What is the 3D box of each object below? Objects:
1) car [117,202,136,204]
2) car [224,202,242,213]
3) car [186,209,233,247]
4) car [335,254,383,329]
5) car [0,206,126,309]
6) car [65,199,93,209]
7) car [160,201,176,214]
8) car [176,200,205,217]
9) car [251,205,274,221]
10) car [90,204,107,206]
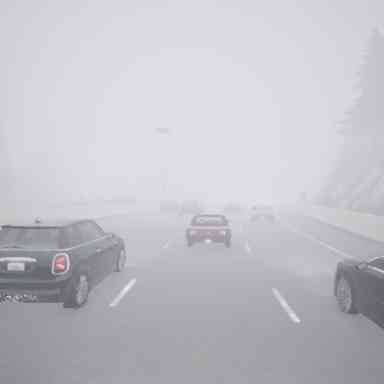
[{"bbox_3d":[-10.542,1.575,51.842,2.150,2.045,5.566,0,0,16],"label":"car"},{"bbox_3d":[5.182,1.893,41.746,1.994,1.385,4.181,0,0,13],"label":"car"},{"bbox_3d":[0.866,1.723,15.836,1.895,1.301,4.718,0,0,5],"label":"car"},{"bbox_3d":[3.735,1.541,4.797,2.128,1.511,4.902,0,0,2],"label":"car"},{"bbox_3d":[-3.111,1.404,8.204,2.097,1.767,4.553,0,-1,3],"label":"car"},{"bbox_3d":[-17.684,1.861,52.205,1.812,1.442,4.674,0,0,15],"label":"car"},{"bbox_3d":[-2.423,1.784,40.010,2.128,1.511,4.902,0,0,12],"label":"car"},{"bbox_3d":[0.122,1.615,35.126,2.097,1.767,4.553,0,0,11],"label":"car"},{"bbox_3d":[6.227,1.844,29.809,1.895,1.301,4.718,0,0,10],"label":"car"},{"bbox_3d":[-14.138,1.849,51.900,1.837,1.490,4.892,0,0,15],"label":"car"}]
